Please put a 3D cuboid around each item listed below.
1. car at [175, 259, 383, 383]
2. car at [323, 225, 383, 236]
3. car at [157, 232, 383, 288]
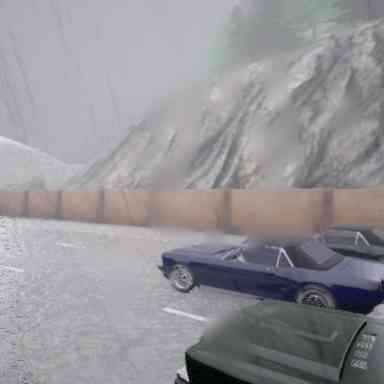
[{"bbox_3d":[2.187,1.601,2.434,4.718,1.301,1.895,0,0,35],"label":"car"},{"bbox_3d":[4.168,1.603,9.619,4.718,1.301,1.895,0,0,35],"label":"car"},{"bbox_3d":[1.522,1.603,7.207,4.718,1.301,1.895,0,0,36],"label":"car"}]
